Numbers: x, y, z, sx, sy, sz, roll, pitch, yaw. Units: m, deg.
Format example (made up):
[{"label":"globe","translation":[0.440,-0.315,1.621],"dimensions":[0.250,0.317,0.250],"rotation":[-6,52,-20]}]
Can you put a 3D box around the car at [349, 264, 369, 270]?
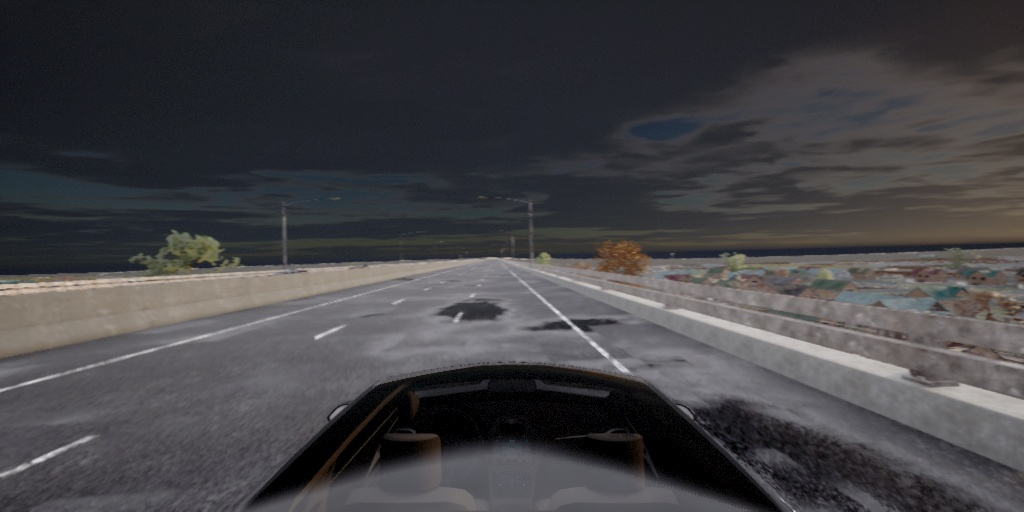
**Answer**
[{"label":"car","translation":[-22.911,2.049,53.972],"dimensions":[2.097,1.767,4.553],"rotation":[-2,0,-4]}]

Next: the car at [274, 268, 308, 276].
[{"label":"car","translation":[-25.967,2.197,42.223],"dimensions":[2.128,1.511,4.902],"rotation":[-2,0,-2]}]

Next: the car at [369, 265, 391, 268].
[{"label":"car","translation":[-19.438,2.158,54.642],"dimensions":[2.033,1.411,5.357],"rotation":[-1,0,-4]}]
